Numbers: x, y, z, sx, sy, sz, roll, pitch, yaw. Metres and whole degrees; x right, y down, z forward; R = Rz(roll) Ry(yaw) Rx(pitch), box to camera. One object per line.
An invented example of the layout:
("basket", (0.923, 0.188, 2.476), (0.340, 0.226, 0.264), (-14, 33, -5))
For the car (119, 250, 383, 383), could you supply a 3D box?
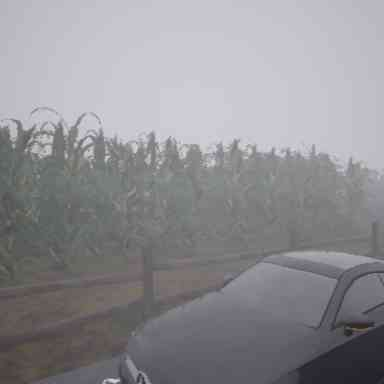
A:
("car", (1.451, 1.527, 4.106), (4.674, 1.442, 1.812), (0, 0, -35))
